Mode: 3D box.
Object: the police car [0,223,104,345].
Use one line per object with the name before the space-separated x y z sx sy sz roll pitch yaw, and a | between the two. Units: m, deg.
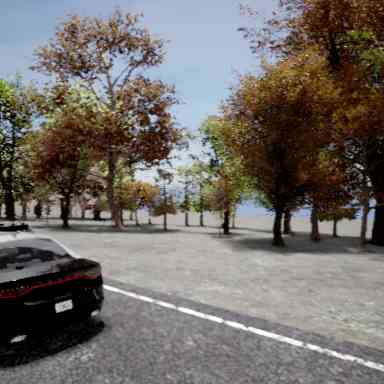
police car | -3.804 1.446 6.408 5.238 1.638 1.930 -1 0 40
